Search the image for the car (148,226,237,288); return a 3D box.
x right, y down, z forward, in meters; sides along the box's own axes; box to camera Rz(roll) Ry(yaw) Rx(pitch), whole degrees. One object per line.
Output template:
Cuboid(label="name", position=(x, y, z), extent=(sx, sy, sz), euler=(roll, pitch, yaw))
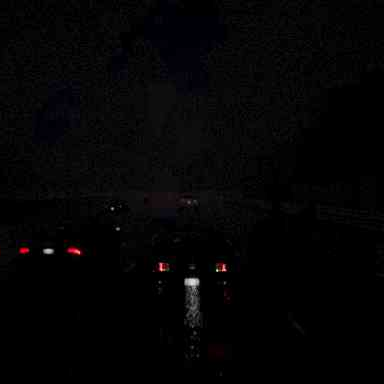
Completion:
Cuboid(label="car", position=(-0.014, 1.593, 9.187), extent=(1.895, 1.301, 4.718), euler=(1, 0, -1))

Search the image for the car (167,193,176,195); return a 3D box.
Cuboid(label="car", position=(-4.292, 1.670, 79.282), extent=(2.128, 1.511, 4.902), euler=(1, 0, -1))

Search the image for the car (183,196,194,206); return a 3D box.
Cuboid(label="car", position=(-0.570, 1.595, 59.400), extent=(1.882, 1.535, 5.008), euler=(1, 0, -1))

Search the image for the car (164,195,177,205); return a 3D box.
Cuboid(label="car", position=(-4.071, 1.638, 59.340), extent=(1.994, 1.385, 4.181), euler=(1, 0, -1))

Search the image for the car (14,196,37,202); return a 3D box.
Cuboid(label="car", position=(-25.012, 1.344, 51.437), extent=(1.994, 1.385, 4.181), euler=(1, 0, 0))

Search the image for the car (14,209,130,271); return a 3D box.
Cuboid(label="car", position=(-3.529, 1.496, 10.621), extent=(2.033, 1.411, 5.357), euler=(1, 0, -1))

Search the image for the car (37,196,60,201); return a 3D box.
Cuboid(label="car", position=(-21.516, 1.328, 51.397), extent=(1.837, 1.490, 4.892), euler=(1, 0, 0))

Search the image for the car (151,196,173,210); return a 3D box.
Cuboid(label="car", position=(-3.896, 1.606, 43.625), extent=(1.895, 1.301, 4.718), euler=(1, 0, -1))

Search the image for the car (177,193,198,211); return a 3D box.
Cuboid(label="car", position=(-0.375, 1.265, 42.193), extent=(2.150, 2.045, 5.566), euler=(1, 0, -1))

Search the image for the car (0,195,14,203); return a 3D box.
Cuboid(label="car", position=(-28.505, 1.242, 50.215), extent=(1.837, 1.490, 4.892), euler=(1, 0, 0))

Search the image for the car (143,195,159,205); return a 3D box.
Cuboid(label="car", position=(-7.568, 1.536, 59.310), extent=(1.837, 1.490, 4.892), euler=(1, 0, -1))

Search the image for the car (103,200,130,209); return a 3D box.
Cuboid(label="car", position=(-7.269, 1.491, 32.318), extent=(1.994, 1.385, 4.181), euler=(1, 0, -1))

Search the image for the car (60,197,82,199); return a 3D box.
Cuboid(label="car", position=(-18.014, 1.412, 51.398), extent=(2.033, 1.411, 5.357), euler=(1, 0, 0))
